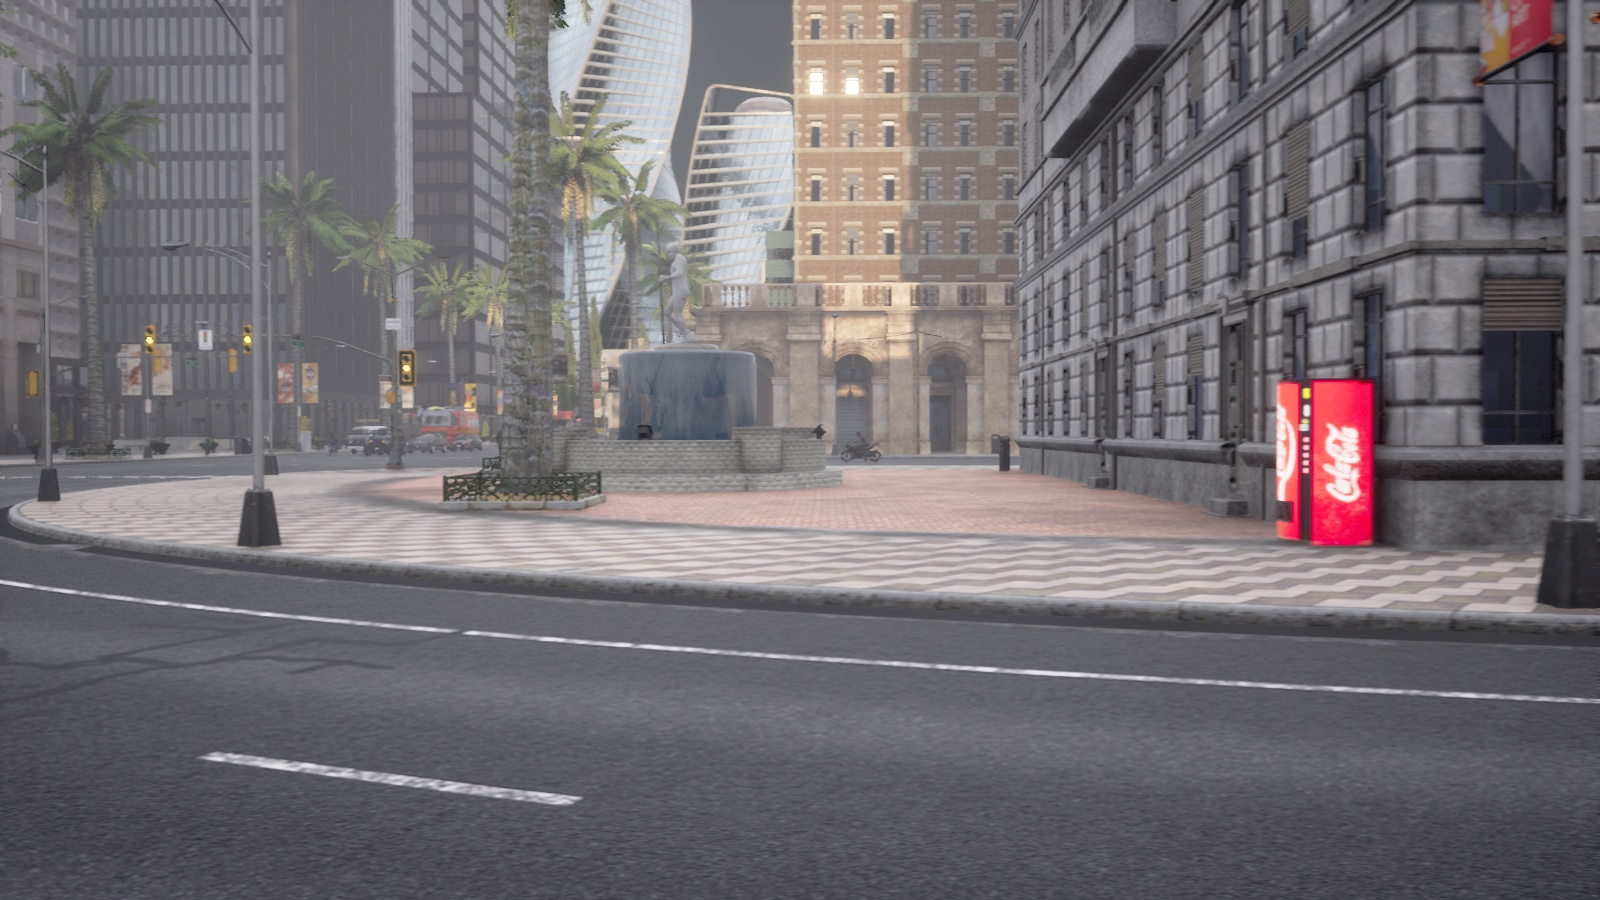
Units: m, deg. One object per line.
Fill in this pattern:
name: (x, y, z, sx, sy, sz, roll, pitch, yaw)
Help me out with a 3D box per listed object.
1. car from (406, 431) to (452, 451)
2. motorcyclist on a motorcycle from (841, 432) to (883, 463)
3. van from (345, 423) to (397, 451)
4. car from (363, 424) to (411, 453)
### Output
car: (-27.777, -0.703, 94.124, 1.837, 1.490, 4.892, 0, 1, 2)
motorcyclist on a motorcycle: (3.058, -0.120, 62.287, 2.044, 1.523, 0.797, 0, 1, 2)
van: (-31.348, -0.966, 91.915, 2.069, 2.038, 4.480, 0, 1, 2)
car: (-28.065, -0.782, 85.438, 1.905, 1.878, 3.866, 0, 1, 2)
